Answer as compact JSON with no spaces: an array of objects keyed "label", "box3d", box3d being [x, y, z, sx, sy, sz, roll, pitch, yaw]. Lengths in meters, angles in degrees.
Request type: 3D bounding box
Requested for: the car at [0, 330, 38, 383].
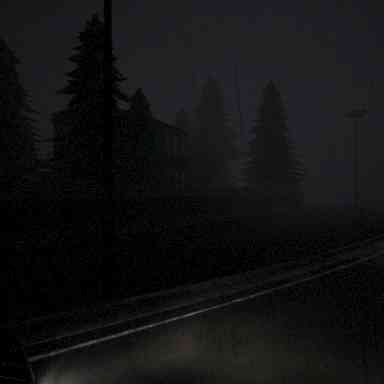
[{"label":"car","box3d":[-3.187,1.353,1.620,4.553,1.767,2.097,0,0,-34]}]
